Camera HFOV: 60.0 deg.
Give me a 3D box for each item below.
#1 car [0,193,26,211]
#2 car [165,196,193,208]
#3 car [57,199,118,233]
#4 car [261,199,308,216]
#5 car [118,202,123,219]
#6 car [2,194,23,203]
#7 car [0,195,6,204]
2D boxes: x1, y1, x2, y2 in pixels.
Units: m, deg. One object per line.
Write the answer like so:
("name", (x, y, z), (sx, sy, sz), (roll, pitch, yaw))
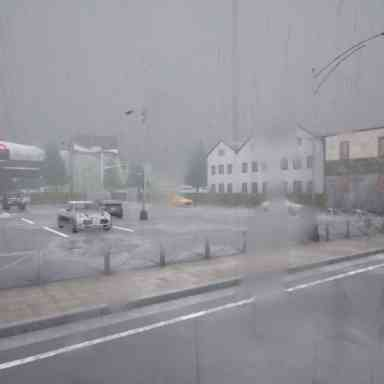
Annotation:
("car", (-20.255, 1.089, 37.855), (1.905, 1.878, 3.866), (0, 0, -36))
("car", (-1.845, 1.287, 44.858), (1.882, 1.535, 5.008), (0, 0, -35))
("car", (-5.732, 1.244, 17.595), (1.970, 1.475, 3.806), (0, 0, -36))
("car", (8.398, 1.336, 30.482), (1.812, 1.442, 4.674), (0, 0, -36))
("car", (-6.864, 1.308, 25.457), (2.007, 1.523, 4.514), (0, 0, -36))
("car", (-39.404, 1.322, 72.930), (3.866, 1.878, 1.905), (0, 0, -36))
("car", (-39.629, 1.491, 65.801), (4.611, 1.667, 2.242), (0, 0, -36))
